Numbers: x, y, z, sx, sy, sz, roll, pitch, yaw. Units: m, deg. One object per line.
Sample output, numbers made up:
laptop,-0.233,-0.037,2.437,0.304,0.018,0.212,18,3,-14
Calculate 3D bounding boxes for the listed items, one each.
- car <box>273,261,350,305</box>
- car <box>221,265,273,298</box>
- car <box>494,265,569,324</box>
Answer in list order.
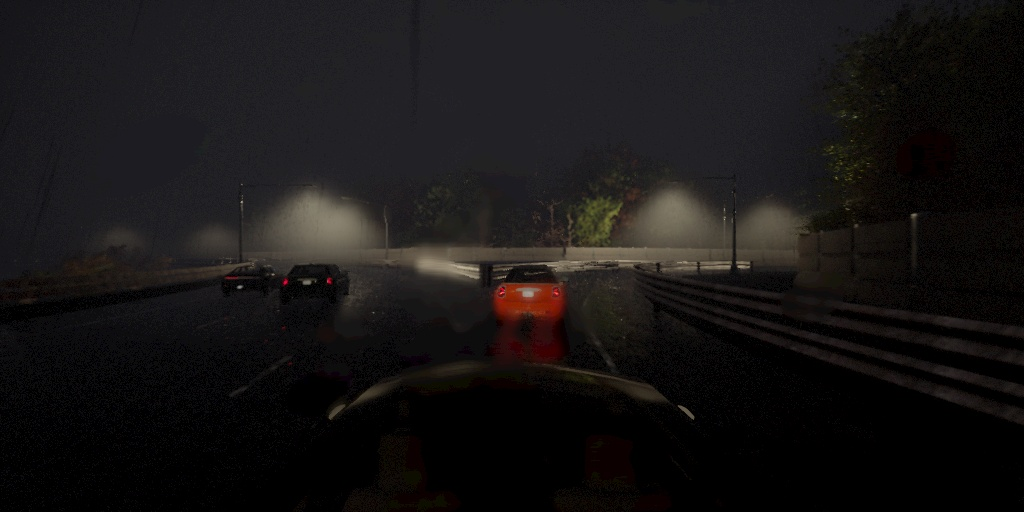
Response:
car,-8.783,1.085,16.343,2.097,1.767,4.553,0,0,-17
car,-13.249,1.221,18.707,2.128,1.511,4.902,0,0,-19
car,0.829,1.092,12.190,2.097,1.767,4.553,0,0,9
